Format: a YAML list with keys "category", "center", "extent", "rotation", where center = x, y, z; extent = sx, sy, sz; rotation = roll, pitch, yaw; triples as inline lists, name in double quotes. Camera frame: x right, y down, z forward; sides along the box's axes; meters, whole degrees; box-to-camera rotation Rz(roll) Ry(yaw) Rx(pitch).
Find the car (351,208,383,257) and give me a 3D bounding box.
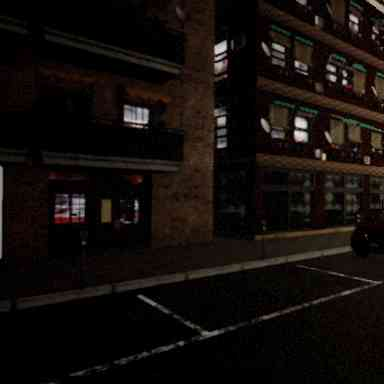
- category: "car"
  center: [7.925, 1.423, 12.193]
  extent: [5.009, 1.841, 2.192]
  rotation: [1, 0, -35]
